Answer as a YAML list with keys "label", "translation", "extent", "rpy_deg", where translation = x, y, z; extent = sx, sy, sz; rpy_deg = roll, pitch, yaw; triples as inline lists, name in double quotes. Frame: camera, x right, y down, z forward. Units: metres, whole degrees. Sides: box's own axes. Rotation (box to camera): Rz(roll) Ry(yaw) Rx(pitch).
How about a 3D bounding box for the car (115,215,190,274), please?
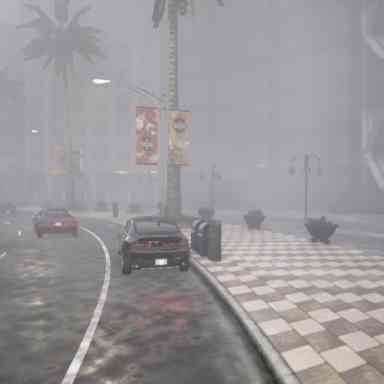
- label: "car"
  translation: [-1.376, 1.503, 10.674]
  extent: [1.837, 1.490, 4.892]
  rpy_deg: [0, 0, -15]

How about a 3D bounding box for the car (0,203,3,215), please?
- label: "car"
  translation: [-11.015, 1.514, 17.221]
  extent: [1.812, 1.442, 4.674]
  rpy_deg: [0, 0, -29]

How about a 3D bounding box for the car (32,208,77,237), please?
- label: "car"
  translation: [-7.614, 1.557, 18.302]
  extent: [1.994, 1.385, 4.181]
  rpy_deg: [0, 0, -28]

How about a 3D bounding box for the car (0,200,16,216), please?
- label: "car"
  translation: [-18.447, 1.488, 31.469]
  extent: [4.892, 1.490, 1.837]
  rpy_deg: [1, 0, 39]
